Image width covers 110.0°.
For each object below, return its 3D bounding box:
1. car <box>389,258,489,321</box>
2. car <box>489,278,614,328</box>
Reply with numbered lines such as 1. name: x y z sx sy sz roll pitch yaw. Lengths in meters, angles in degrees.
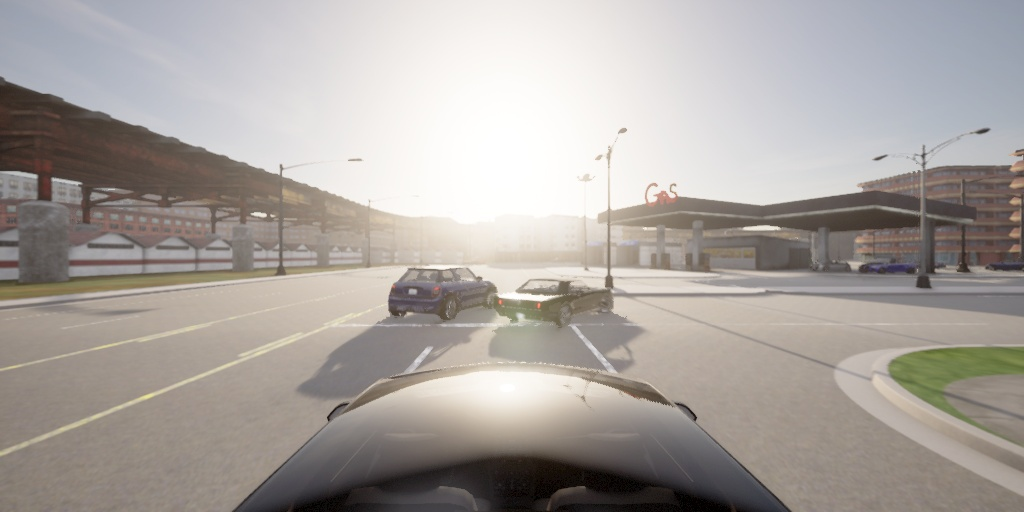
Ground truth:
1. car: -2.220 1.093 12.828 2.097 1.767 4.553 1 0 21
2. car: 1.590 1.343 11.597 1.895 1.301 4.718 0 0 37
